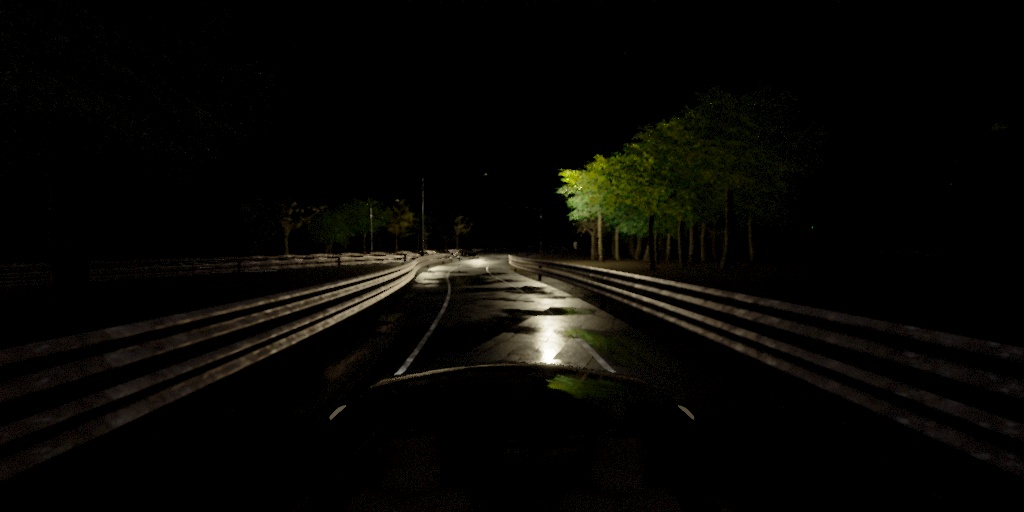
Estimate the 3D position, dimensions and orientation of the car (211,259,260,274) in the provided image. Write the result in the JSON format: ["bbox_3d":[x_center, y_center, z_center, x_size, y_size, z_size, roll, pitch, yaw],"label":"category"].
[{"bbox_3d":[-29.361,1.016,38.258,1.994,1.385,4.181,1,2,31],"label":"car"}]
